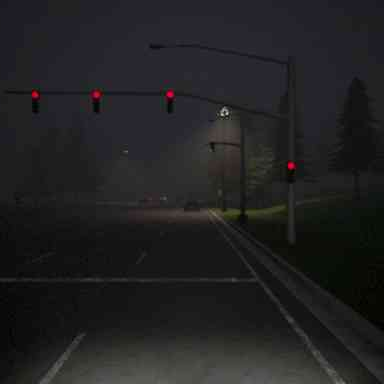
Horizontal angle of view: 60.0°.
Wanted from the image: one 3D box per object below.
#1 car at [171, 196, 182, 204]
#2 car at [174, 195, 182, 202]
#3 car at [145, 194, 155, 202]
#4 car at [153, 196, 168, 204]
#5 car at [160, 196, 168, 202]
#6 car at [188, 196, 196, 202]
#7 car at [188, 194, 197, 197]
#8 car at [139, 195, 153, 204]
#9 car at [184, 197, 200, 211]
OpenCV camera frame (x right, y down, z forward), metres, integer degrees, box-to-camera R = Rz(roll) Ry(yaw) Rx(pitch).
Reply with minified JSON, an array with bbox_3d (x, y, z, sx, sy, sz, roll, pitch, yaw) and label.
[{"bbox_3d":[-3.498,1.823,73.315,1.994,1.385,4.181,0,0,0],"label":"car"},{"bbox_3d":[-3.498,1.626,83.319,1.882,1.535,5.008,0,0,0],"label":"car"},{"bbox_3d":[-10.498,1.503,83.290,2.097,1.767,4.553,0,0,0],"label":"car"},{"bbox_3d":[-6.998,1.865,73.345,1.895,1.301,4.718,0,0,0],"label":"car"},{"bbox_3d":[-6.998,1.672,83.319,1.812,1.442,4.674,0,0,0],"label":"car"},{"bbox_3d":[0.002,1.688,83.319,2.033,1.411,5.357,0,0,0],"label":"car"},{"bbox_3d":[0.002,1.493,72.930,2.150,2.045,5.566,0,0,0],"label":"car"},{"bbox_3d":[-10.498,1.808,72.899,2.033,1.411,5.357,0,0,0],"label":"car"},{"bbox_3d":[0.001,1.686,42.286,1.812,1.442,4.674,0,0,0],"label":"car"}]
